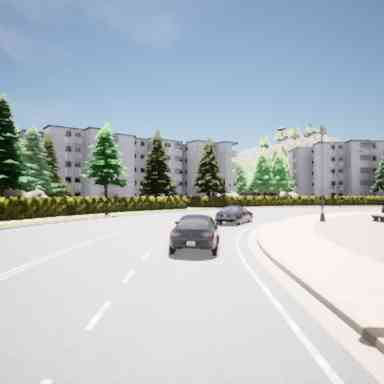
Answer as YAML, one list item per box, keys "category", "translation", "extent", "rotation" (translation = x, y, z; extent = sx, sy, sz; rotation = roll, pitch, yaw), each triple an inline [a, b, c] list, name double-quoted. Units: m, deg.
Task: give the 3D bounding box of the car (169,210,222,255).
- category: "car"
  translation: [0.198, 1.658, 13.971]
  extent: [1.812, 1.442, 4.674]
  rotation: [0, 0, 6]

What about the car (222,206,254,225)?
- category: "car"
  translation: [3.400, 1.795, 26.323]
  extent: [2.033, 1.411, 5.357]
  rotation: [0, -1, 24]
